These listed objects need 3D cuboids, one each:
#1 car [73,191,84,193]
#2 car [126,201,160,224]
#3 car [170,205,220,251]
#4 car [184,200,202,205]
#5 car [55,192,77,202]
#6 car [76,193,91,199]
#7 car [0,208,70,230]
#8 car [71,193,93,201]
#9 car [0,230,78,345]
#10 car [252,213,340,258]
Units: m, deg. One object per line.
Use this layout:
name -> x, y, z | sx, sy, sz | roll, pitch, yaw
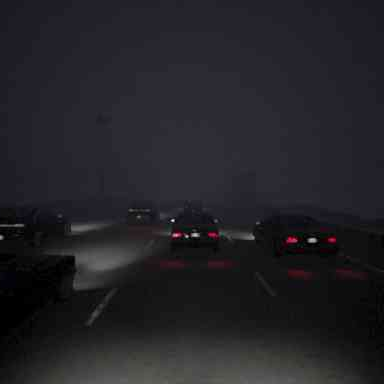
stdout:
car -> -24.457, 0.877, 70.549 | 2.150, 2.045, 5.566 | 0, 0, 0
car -> -3.392, 1.375, 23.640 | 2.128, 1.511, 4.902 | 0, 0, 0
car -> 0.105, 1.480, 13.646 | 2.033, 1.411, 5.357 | 0, 0, 0
car -> 0.112, 1.436, 33.341 | 1.895, 1.301, 4.718 | 0, 0, 0
car -> -21.017, 1.230, 55.315 | 1.837, 1.490, 4.892 | 0, 1, 1
car -> -27.680, 0.963, 85.065 | 2.128, 1.511, 4.902 | 0, 0, 1
car -> -6.896, 1.420, 14.409 | 2.128, 1.511, 4.902 | 0, 0, 0
car -> -17.527, 1.258, 54.307 | 1.812, 1.442, 4.674 | 0, 0, 1
car -> -3.399, 1.575, 5.120 | 1.895, 1.301, 4.718 | 0, 0, 0
car -> 3.604, 1.485, 12.465 | 2.033, 1.411, 5.357 | 0, 0, 0
